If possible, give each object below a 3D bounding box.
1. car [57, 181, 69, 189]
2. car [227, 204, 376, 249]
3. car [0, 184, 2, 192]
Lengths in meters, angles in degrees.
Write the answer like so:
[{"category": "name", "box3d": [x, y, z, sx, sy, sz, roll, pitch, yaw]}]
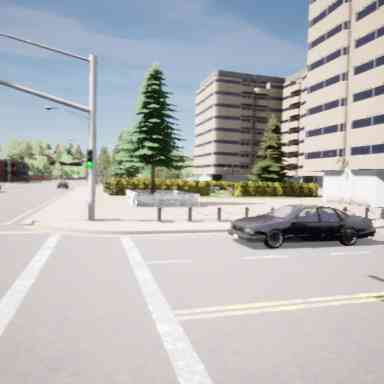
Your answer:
[{"category": "car", "box3d": [-23.056, -1.282, 59.517, 1.812, 1.442, 4.674, 1, 2, -16]}, {"category": "car", "box3d": [4.078, 1.172, 12.254, 5.357, 1.411, 2.033, 1, 2, -16]}, {"category": "car", "box3d": [-25.029, -0.619, 41.107, 2.033, 1.411, 5.357, 1, 2, -16]}]
